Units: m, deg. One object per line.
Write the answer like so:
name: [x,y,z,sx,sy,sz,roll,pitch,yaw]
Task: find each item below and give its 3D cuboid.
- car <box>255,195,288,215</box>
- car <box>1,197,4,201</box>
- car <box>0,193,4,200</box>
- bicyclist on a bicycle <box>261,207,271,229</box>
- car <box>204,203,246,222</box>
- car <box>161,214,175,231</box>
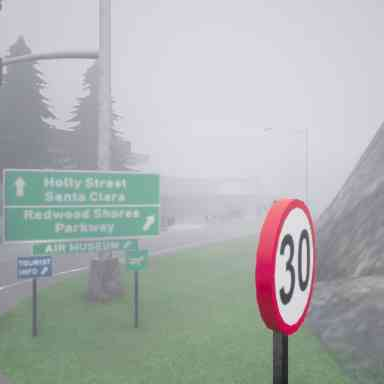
car: [8.995,1.413,36.662,2.150,2.045,5.566,0,0,36]
car: [-12.297,1.505,26.109,1.905,1.878,3.866,0,0,35]
car: [-38.345,1.489,70.143,4.514,1.523,2.007,0,0,35]
bicyclist on a bicycle: [4.641,1.643,18.728,1.656,1.620,0.582,0,0,36]
car: [2.871,1.683,28.321,2.128,1.511,4.902,0,0,36]
car: [-3.176,1.792,20.067,1.895,1.301,4.718,0,0,36]
